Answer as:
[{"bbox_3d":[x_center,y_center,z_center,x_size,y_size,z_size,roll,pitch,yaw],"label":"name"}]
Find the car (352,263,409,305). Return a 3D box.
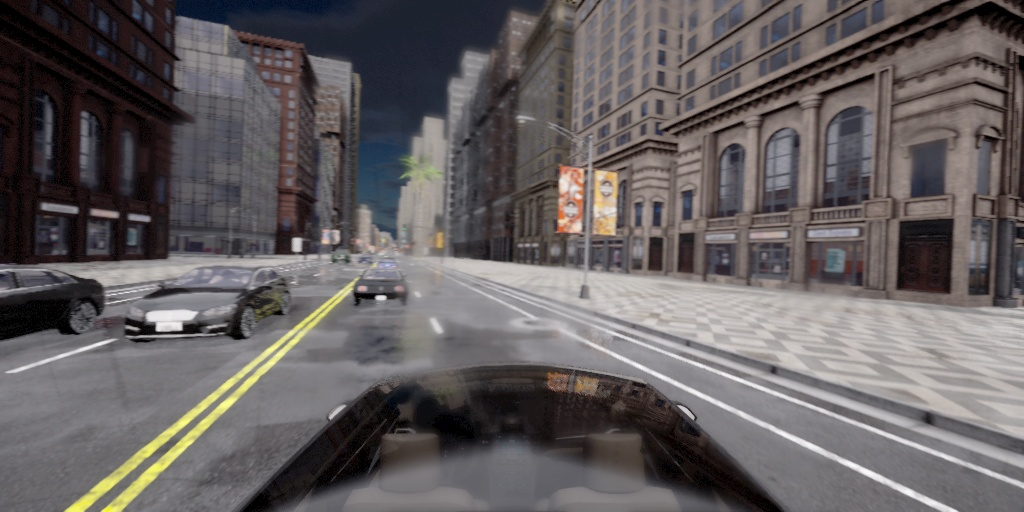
[{"bbox_3d":[-5.219,1.134,14.503,1.895,1.301,4.718,2,0,-19],"label":"car"}]

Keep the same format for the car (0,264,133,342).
[{"bbox_3d":[-9.409,0.890,5.937,2.128,1.511,4.902,2,0,-19],"label":"car"}]

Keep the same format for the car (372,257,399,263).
[{"bbox_3d":[-11.007,0.840,31.801,2.033,1.411,5.357,2,0,-18],"label":"car"}]

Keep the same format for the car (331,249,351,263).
[{"bbox_3d":[-24.853,0.006,52.405,2.150,2.045,5.566,2,0,-19],"label":"car"}]

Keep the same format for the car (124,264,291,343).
[{"bbox_3d":[-6.932,0.974,8.774,2.128,1.511,4.902,2,0,-19],"label":"car"}]

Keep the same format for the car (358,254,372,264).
[{"bbox_3d":[-21.797,0.451,53.473,2.033,1.411,5.357,2,0,-19],"label":"car"}]
